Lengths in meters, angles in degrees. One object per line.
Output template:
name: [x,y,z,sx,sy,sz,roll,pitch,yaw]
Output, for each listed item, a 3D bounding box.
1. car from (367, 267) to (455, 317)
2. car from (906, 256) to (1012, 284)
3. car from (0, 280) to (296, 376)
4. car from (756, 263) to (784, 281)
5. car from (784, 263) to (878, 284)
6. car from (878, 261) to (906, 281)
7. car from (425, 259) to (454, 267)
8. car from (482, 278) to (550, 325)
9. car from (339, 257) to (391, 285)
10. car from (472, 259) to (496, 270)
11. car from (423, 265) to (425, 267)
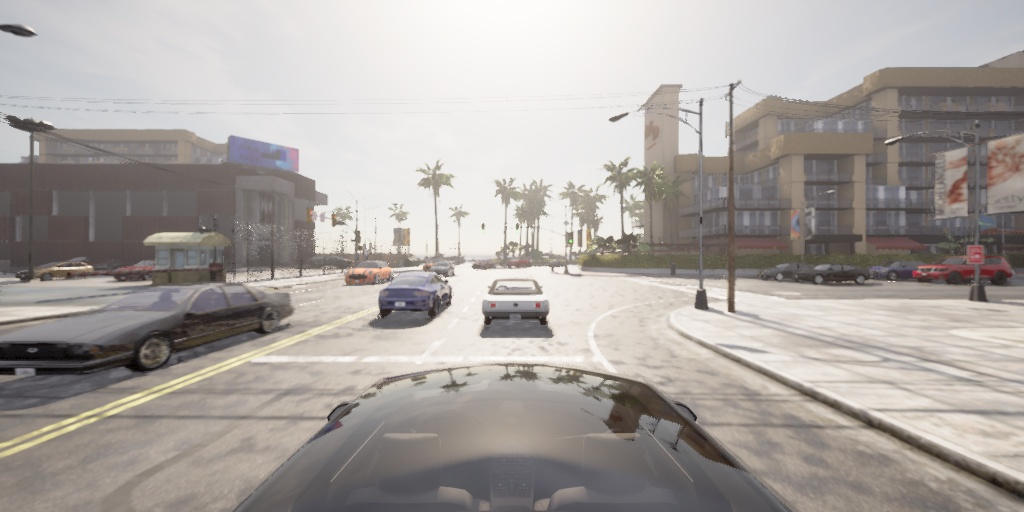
car: [-3.395,1.301,13.187,1.812,1.442,4.674,0,0,0]
car: [33.709,1.027,26.909,5.566,2.045,2.150,0,0,0]
car: [-7.097,1.311,7.891,2.033,1.411,5.357,0,0,0]
car: [23.424,1.319,30.336,4.892,1.490,1.837,0,0,0]
car: [23.765,1.284,26.838,5.008,1.535,1.882,0,0,0]
car: [32.616,1.166,30.398,4.553,1.767,2.097,0,0,0]
car: [-6.969,1.331,36.073,1.837,1.490,4.892,0,0,1]
car: [0.104,1.374,11.987,1.895,1.301,4.718,0,0,0]
car: [-10.558,1.157,26.714,2.097,1.767,4.553,0,0,0]
car: [-4.377,1.218,54.945,2.097,1.767,4.553,0,0,20]
car: [-9.884,1.201,46.702,2.097,1.767,4.553,0,0,8]
